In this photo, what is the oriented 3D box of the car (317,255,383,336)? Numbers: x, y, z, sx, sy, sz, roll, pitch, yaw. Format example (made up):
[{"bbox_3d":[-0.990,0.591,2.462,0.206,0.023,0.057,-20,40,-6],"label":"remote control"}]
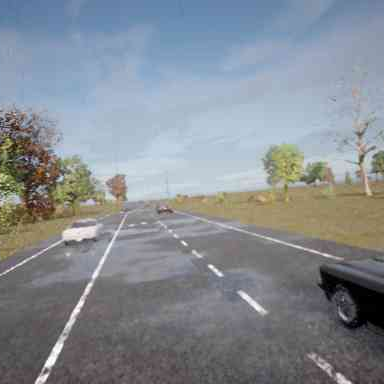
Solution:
[{"bbox_3d":[3.398,1.304,3.697,1.895,1.301,4.718,-5,0,-10],"label":"car"}]

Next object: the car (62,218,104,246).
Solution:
[{"bbox_3d":[-6.555,2.350,20.347,1.895,1.301,4.718,-5,0,-10],"label":"car"}]

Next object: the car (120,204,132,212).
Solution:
[{"bbox_3d":[-13.525,3.228,68.350,1.837,1.490,4.892,-5,0,-3],"label":"car"}]

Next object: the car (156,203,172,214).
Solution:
[{"bbox_3d":[-3.964,2.226,46.179,2.033,1.411,5.357,-5,0,-10],"label":"car"}]
